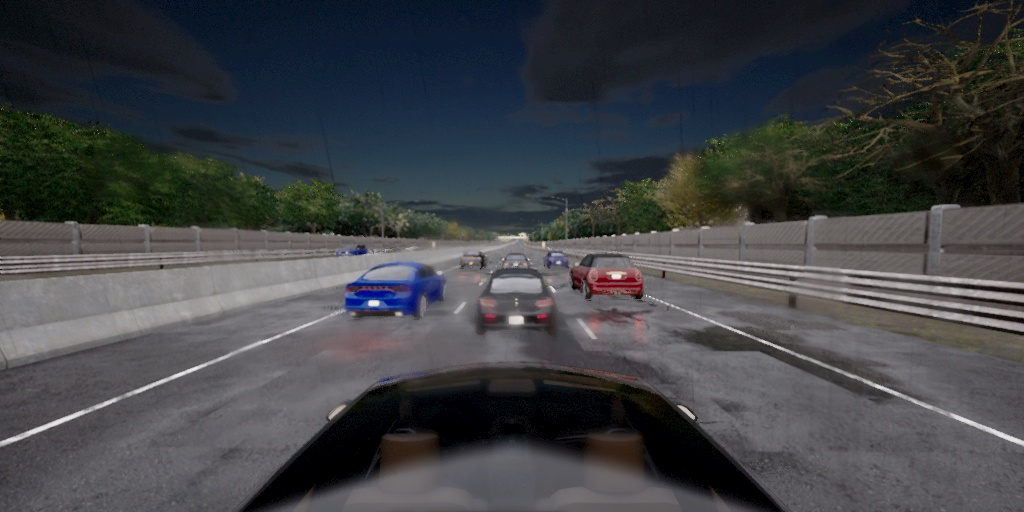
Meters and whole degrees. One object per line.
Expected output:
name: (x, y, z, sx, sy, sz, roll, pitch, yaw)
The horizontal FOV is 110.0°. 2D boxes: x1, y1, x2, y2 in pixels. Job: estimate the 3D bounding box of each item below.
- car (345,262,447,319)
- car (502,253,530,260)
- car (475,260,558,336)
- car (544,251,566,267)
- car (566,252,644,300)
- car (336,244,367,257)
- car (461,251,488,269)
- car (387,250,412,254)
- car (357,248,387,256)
car: (-3.351, 0.910, 11.244, 1.882, 1.535, 5.008, 0, 2, 1)
car: (0.279, 0.508, 25.660, 2.033, 1.411, 5.357, 0, 2, 1)
car: (0.125, 1.022, 9.352, 1.812, 1.442, 4.674, 0, 2, 1)
car: (3.851, 0.302, 31.307, 1.812, 1.442, 4.674, 0, 2, 1)
car: (3.699, 0.673, 14.735, 2.097, 1.767, 4.553, 0, 2, 1)
car: (-20.679, -0.508, 46.677, 2.150, 2.045, 5.566, 0, 2, 1)
car: (-3.162, 0.296, 30.365, 2.128, 1.511, 4.902, 0, 2, 1)
car: (-13.703, -0.081, 45.210, 1.895, 1.301, 4.718, 0, 2, 1)
car: (-17.202, -0.083, 45.224, 1.895, 1.301, 4.718, 0, 2, 1)
